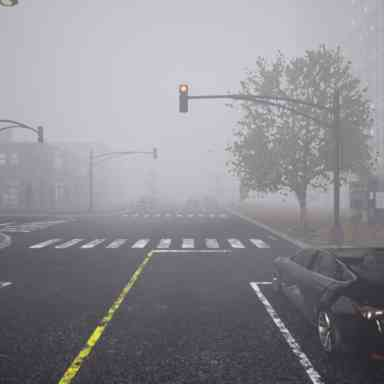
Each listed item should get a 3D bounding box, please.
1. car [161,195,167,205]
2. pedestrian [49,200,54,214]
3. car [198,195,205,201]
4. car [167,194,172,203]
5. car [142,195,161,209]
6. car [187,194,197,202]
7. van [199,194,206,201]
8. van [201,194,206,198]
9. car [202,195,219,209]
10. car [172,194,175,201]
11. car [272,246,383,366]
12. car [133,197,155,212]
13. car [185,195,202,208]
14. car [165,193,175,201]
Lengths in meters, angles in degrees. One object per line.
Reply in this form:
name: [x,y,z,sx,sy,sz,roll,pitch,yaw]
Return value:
car: [-5.748,1.555,54.921,2.008,1.369,4.403,0,0,0]
pedestrian: [-12.783,1.318,30.262,0.375,1.300,0.375,0,-1,-1]
car: [2.594,1.534,88.408,1.752,1.417,4.829,0,0,0]
car: [-5.767,1.531,71.404,1.752,1.417,4.829,0,0,0]
car: [-5.735,1.318,43.818,2.192,1.841,5.009,0,0,0]
car: [-0.072,1.361,73.656,2.097,1.767,4.553,0,0,0]
van: [2.602,1.349,82.687,1.690,1.788,3.998,0,0,0]
van: [2.639,1.345,49.382,1.690,1.788,3.998,0,0,0]
car: [2.644,1.528,44.000,1.752,1.417,4.829,0,0,0]
car: [-5.780,1.558,82.675,2.008,1.369,4.403,0,0,0]
car: [2.688,1.566,5.801,1.947,1.339,4.313,0,0,0]
car: [-5.729,1.584,38.267,1.802,1.307,4.206,0,0,0]
car: [0.047,1.567,46.969,1.994,1.385,4.181,0,0,0]
car: [-5.786,1.324,88.227,2.192,1.841,5.009,0,0,0]
